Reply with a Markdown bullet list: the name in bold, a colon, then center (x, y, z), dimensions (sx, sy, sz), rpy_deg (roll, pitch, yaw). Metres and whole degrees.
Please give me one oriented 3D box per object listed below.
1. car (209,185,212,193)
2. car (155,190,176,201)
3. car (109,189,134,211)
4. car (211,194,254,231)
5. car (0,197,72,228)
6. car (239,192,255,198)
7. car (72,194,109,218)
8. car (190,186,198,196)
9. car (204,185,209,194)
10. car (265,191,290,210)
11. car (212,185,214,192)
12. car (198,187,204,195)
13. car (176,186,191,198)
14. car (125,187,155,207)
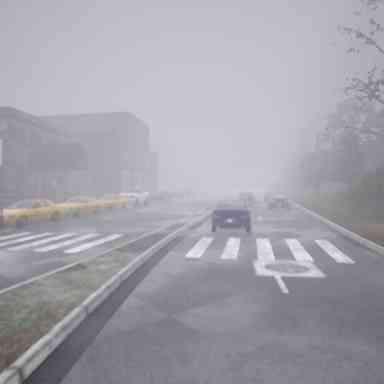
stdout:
- **car**: center (3.052, -0.576, 84.739), dimensions (2.185, 1.767, 4.553), rpy_deg (0, 1, 11)
- **car**: center (-4.252, 0.484, 46.838), dimensions (2.163, 1.488, 4.792), rpy_deg (0, 1, 11)
- **car**: center (-7.438, 0.847, 30.290), dimensions (1.946, 1.575, 5.366), rpy_deg (0, 1, 11)
- **car**: center (2.175, 1.115, 17.697), dimensions (1.882, 1.535, 5.008), rpy_deg (0, 1, 10)
- **car**: center (-9.537, 1.108, 19.447), dimensions (1.946, 1.575, 5.366), rpy_deg (0, 1, 11)
- **car**: center (6.804, 0.624, 41.656), dimensions (1.994, 1.385, 4.181), rpy_deg (0, 1, 11)
- **car**: center (-8.483, 0.976, 24.867), dimensions (1.946, 1.575, 5.366), rpy_deg (0, 1, 11)
- **car**: center (-1.116, -0.185, 63.105), dimensions (2.435, 2.045, 5.566), rpy_deg (0, 1, 11)
- **car**: center (1.967, -0.319, 79.105), dimensions (1.946, 1.575, 5.366), rpy_deg (0, 1, 11)
- **car**: center (7.824, 0.837, 30.153), dimensions (1.812, 1.442, 4.674), rpy_deg (0, 1, 12)
- **car**: center (4.057, -0.578, 89.953), dimensions (1.946, 1.575, 5.366), rpy_deg (0, 1, 11)
- **car**: center (0.613, -0.153, 72.370), dimensions (2.231, 1.521, 4.892), rpy_deg (0, 1, 12)
- **car**: center (-2.152, 0.196, 57.721), dimensions (2.231, 1.521, 4.892), rpy_deg (0, 1, 11)
- **car**: center (-6.338, 0.462, 35.987), dimensions (2.435, 2.045, 5.566), rpy_deg (0, 1, 11)
